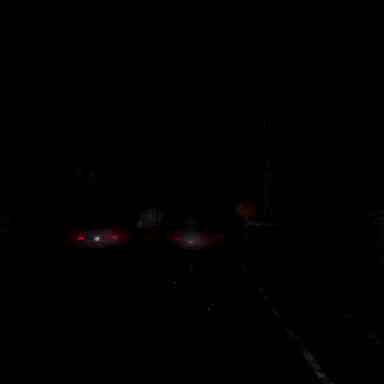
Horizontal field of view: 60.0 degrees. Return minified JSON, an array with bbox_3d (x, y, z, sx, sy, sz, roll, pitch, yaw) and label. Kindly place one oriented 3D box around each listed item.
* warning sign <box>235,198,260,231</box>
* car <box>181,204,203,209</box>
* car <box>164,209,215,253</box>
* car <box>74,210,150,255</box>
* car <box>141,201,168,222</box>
[{"bbox_3d":[3.223,1.310,19.481,1.300,1.860,1.060,0,0,0],"label":"warning sign"},{"bbox_3d":[-0.004,1.819,29.377,1.812,1.442,4.674,0,0,0],"label":"car"},{"bbox_3d":[0.000,1.670,14.387,1.812,1.442,4.674,0,0,0],"label":"car"},{"bbox_3d":[-3.253,1.688,13.987,2.033,1.411,5.357,0,-1,0],"label":"car"},{"bbox_3d":[-3.254,1.800,29.291,1.837,1.490,4.892,0,0,0],"label":"car"}]
